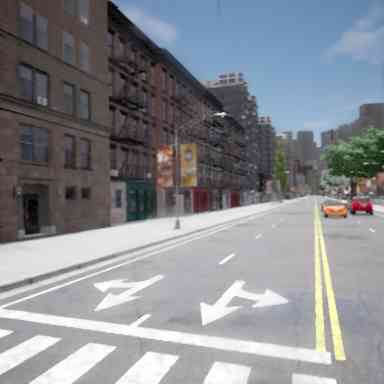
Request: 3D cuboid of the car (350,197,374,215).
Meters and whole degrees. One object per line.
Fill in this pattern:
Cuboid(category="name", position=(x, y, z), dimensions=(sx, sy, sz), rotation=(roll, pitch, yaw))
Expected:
Cuboid(category="car", position=(20.310, 1.655, 40.016), dimensions=(2.150, 2.045, 5.566), rotation=(-1, -1, 21))

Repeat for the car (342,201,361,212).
Cuboid(category="car", position=(23.877, 2.105, 49.823), dimensions=(2.033, 1.411, 5.357), rotation=(-1, -1, 20))

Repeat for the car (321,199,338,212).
Cuboid(category="car", position=(20.061, 1.955, 48.626), dimensions=(2.097, 1.767, 4.553), rotation=(-1, -1, 20))

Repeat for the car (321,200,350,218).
Cuboid(category="car", position=(15.335, 1.795, 35.840), dimensions=(2.097, 1.767, 4.553), rotation=(-1, -1, 19))
